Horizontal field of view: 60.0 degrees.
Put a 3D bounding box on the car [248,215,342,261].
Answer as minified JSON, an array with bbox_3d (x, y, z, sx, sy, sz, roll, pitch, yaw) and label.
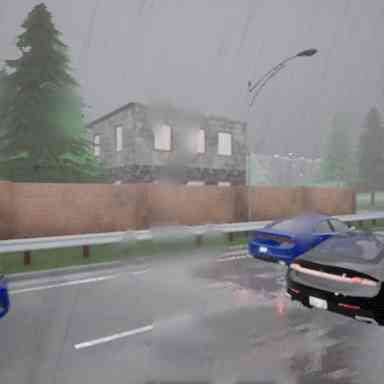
[{"bbox_3d":[4.057,1.489,10.949,5.008,1.535,1.882,0,0,-35],"label":"car"}]

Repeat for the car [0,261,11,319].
[{"bbox_3d":[-5.447,1.219,4.154,5.566,2.045,2.150,0,0,-35],"label":"car"}]

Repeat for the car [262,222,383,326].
[{"bbox_3d":[3.929,1.500,6.561,4.902,1.511,2.128,0,0,-35],"label":"car"}]
